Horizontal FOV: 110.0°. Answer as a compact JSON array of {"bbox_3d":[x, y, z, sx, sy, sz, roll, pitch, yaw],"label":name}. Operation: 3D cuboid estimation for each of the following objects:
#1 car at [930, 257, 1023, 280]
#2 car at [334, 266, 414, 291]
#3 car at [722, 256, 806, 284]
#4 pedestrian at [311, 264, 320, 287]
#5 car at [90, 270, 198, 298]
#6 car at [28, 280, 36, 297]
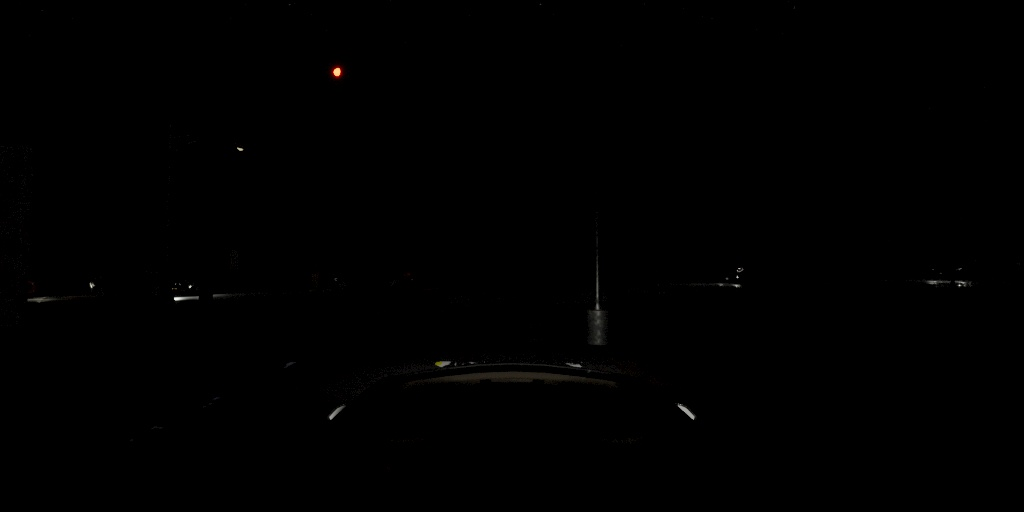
[{"bbox_3d":[30.316,0.826,23.393,4.674,1.442,1.812,-1,-2,0],"label":"car"},{"bbox_3d":[-9.006,1.431,23.491,5.008,1.535,1.882,-1,-2,0],"label":"car"},{"bbox_3d":[16.286,0.876,23.435,4.553,1.767,2.097,-1,-2,0],"label":"car"},{"bbox_3d":[-15.056,1.466,27.412,0.375,1.860,0.375,0,-1,0],"label":"pedestrian"},{"bbox_3d":[-20.221,1.495,19.822,4.892,1.490,1.837,-1,-2,0],"label":"car"},{"bbox_3d":[-29.646,1.582,19.850,5.008,1.535,1.882,-1,-2,0],"label":"car"}]
